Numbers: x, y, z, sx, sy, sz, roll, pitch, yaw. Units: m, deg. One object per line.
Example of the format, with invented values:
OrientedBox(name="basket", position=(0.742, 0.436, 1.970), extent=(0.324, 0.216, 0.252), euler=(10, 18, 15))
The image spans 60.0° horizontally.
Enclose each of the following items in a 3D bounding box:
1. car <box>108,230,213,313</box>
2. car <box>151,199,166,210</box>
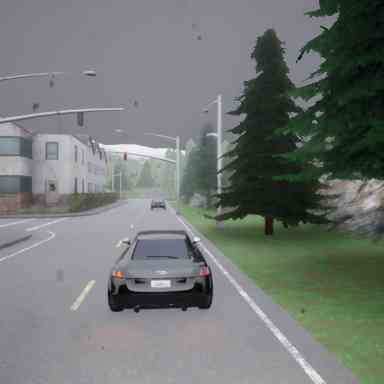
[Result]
OrientedBox(name="car", position=(-0.703, 1.564, 7.782), extent=(1.994, 1.385, 4.181), euler=(0, 0, -5))
OrientedBox(name="car", position=(-4.477, 1.601, 43.919), extent=(1.895, 1.301, 4.718), euler=(0, 0, -6))
